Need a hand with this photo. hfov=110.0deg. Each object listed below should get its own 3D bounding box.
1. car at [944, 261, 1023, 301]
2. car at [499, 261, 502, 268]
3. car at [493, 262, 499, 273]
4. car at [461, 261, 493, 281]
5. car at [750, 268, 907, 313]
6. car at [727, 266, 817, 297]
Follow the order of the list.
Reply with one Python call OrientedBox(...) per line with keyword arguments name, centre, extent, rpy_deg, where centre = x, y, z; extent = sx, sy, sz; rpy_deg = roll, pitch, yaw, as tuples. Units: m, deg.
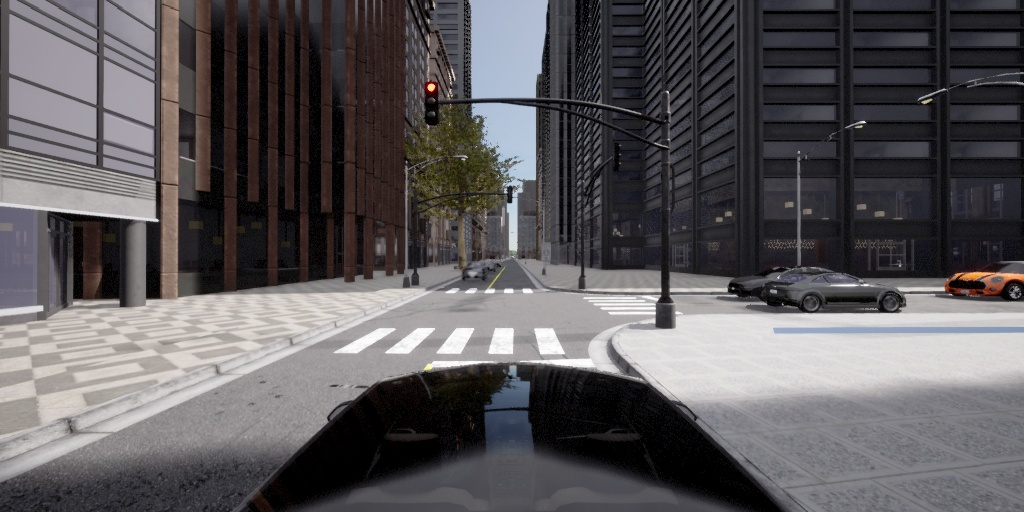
OrientedBox(name="car", centre=(22.696, 1.016, 16.186), extent=(4.553, 1.767, 2.097), rpy_deg=(0, 0, 0))
OrientedBox(name="car", centre=(-2.826, 1.474, 62.788), extent=(1.895, 1.301, 4.718), rpy_deg=(0, 0, 0))
OrientedBox(name="car", centre=(-2.974, 1.333, 44.277), extent=(1.994, 1.385, 4.181), rpy_deg=(0, 0, 0))
OrientedBox(name="car", centre=(-3.019, 1.246, 29.797), extent=(2.128, 1.511, 4.902), rpy_deg=(0, 0, 0))
OrientedBox(name="car", centre=(11.556, 1.256, 13.090), extent=(4.181, 1.385, 1.994), rpy_deg=(0, 0, 0))
OrientedBox(name="car", centre=(12.413, 1.206, 16.191), extent=(4.892, 1.490, 1.837), rpy_deg=(0, 0, 0))
